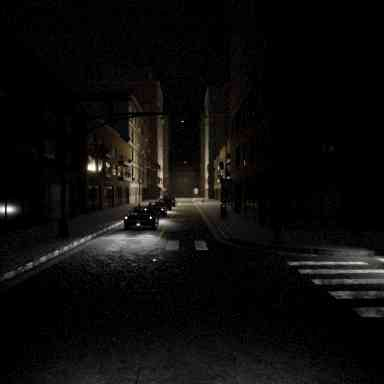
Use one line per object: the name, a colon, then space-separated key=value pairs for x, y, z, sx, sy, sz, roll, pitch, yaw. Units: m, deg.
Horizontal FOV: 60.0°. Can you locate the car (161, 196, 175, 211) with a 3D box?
car: x=-3.444 y=1.547 z=40.179 sx=1.994 sy=1.385 sz=4.181 roll=0 pitch=0 yaw=0

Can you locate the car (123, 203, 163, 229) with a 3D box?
car: x=-3.185 y=1.596 z=21.733 sx=1.895 sy=1.301 sz=4.718 roll=0 pitch=0 yaw=-1

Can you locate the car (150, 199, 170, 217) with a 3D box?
car: x=-3.324 y=1.591 z=30.905 sx=1.895 sy=1.301 sz=4.718 roll=0 pitch=0 yaw=-1
